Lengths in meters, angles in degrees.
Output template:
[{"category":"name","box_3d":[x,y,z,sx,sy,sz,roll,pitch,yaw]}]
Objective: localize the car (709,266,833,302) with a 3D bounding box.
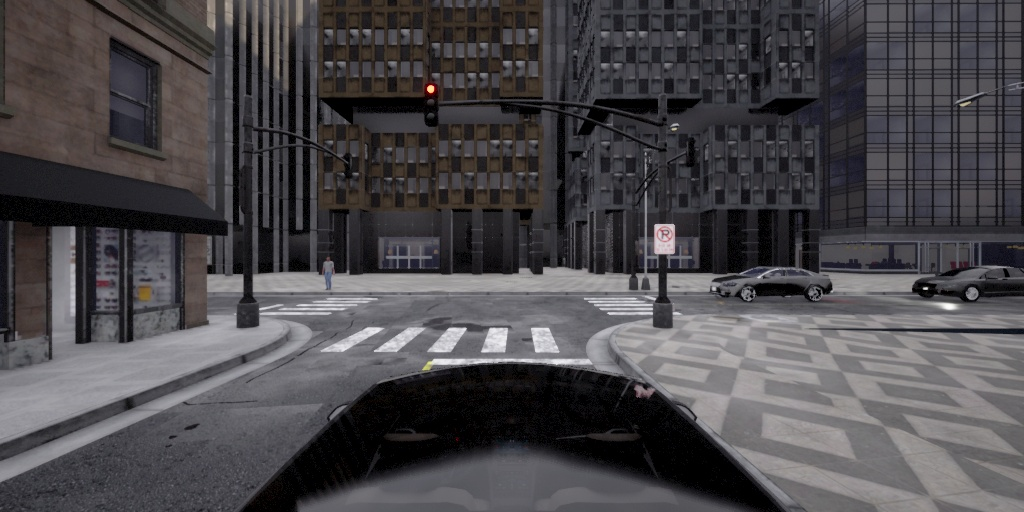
[{"category":"car","box_3d":[11.629,1.222,16.275,4.902,1.511,2.128,0,0,0]}]

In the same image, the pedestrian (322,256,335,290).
[{"category":"pedestrian","box_3d":[-9.935,0.902,19.446,0.375,1.860,0.375,0,0,0]}]

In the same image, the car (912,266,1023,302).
[{"category":"car","box_3d":[21.149,1.223,16.211,4.892,1.490,1.837,0,0,1]}]
